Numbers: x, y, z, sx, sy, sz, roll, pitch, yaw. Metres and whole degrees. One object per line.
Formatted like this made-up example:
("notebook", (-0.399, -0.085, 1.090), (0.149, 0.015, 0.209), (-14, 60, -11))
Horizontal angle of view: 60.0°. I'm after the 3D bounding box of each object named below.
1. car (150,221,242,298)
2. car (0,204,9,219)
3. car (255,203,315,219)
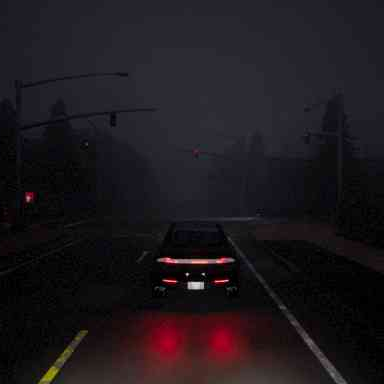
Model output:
("car", (0.091, 1.492, 8.487), (2.128, 1.511, 4.902), (0, 0, 1))
("car", (-17.504, 1.519, 26.844), (4.892, 1.490, 1.837), (0, 0, -2))
("car", (7.790, 1.582, 28.259), (4.718, 1.301, 1.895), (0, 0, -4))
